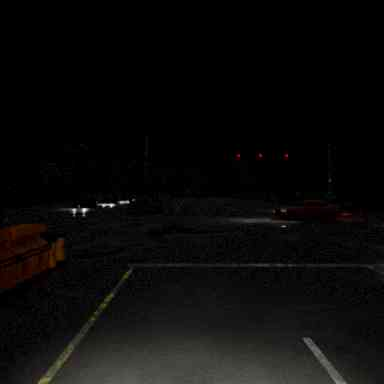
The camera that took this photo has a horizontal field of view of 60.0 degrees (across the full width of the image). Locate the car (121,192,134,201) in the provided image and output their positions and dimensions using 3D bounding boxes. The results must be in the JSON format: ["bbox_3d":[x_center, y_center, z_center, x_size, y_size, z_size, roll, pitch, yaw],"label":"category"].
[{"bbox_3d":[-14.045,1.260,71.278,1.895,1.301,4.718,0,0,0],"label":"car"}]

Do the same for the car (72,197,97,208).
[{"bbox_3d":[-14.091,1.349,44.106,2.033,1.411,5.357,0,0,0],"label":"car"}]

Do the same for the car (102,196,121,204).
[{"bbox_3d":[-14.069,1.299,57.273,1.994,1.385,4.181,0,0,0],"label":"car"}]

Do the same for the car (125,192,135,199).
[{"bbox_3d":[-16.076,0.946,86.027,2.097,1.767,4.553,0,0,-14],"label":"car"}]

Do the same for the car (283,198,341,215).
[{"bbox_3d":[12.122,1.402,33.980,2.033,1.411,5.357,-1,1,-38],"label":"car"}]

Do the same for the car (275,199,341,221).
[{"bbox_3d":[8.983,1.376,25.887,5.008,1.535,1.882,0,0,-8],"label":"car"}]

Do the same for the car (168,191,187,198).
[{"bbox_3d":[-4.265,0.763,95.293,2.150,2.045,5.566,0,0,-22],"label":"car"}]
